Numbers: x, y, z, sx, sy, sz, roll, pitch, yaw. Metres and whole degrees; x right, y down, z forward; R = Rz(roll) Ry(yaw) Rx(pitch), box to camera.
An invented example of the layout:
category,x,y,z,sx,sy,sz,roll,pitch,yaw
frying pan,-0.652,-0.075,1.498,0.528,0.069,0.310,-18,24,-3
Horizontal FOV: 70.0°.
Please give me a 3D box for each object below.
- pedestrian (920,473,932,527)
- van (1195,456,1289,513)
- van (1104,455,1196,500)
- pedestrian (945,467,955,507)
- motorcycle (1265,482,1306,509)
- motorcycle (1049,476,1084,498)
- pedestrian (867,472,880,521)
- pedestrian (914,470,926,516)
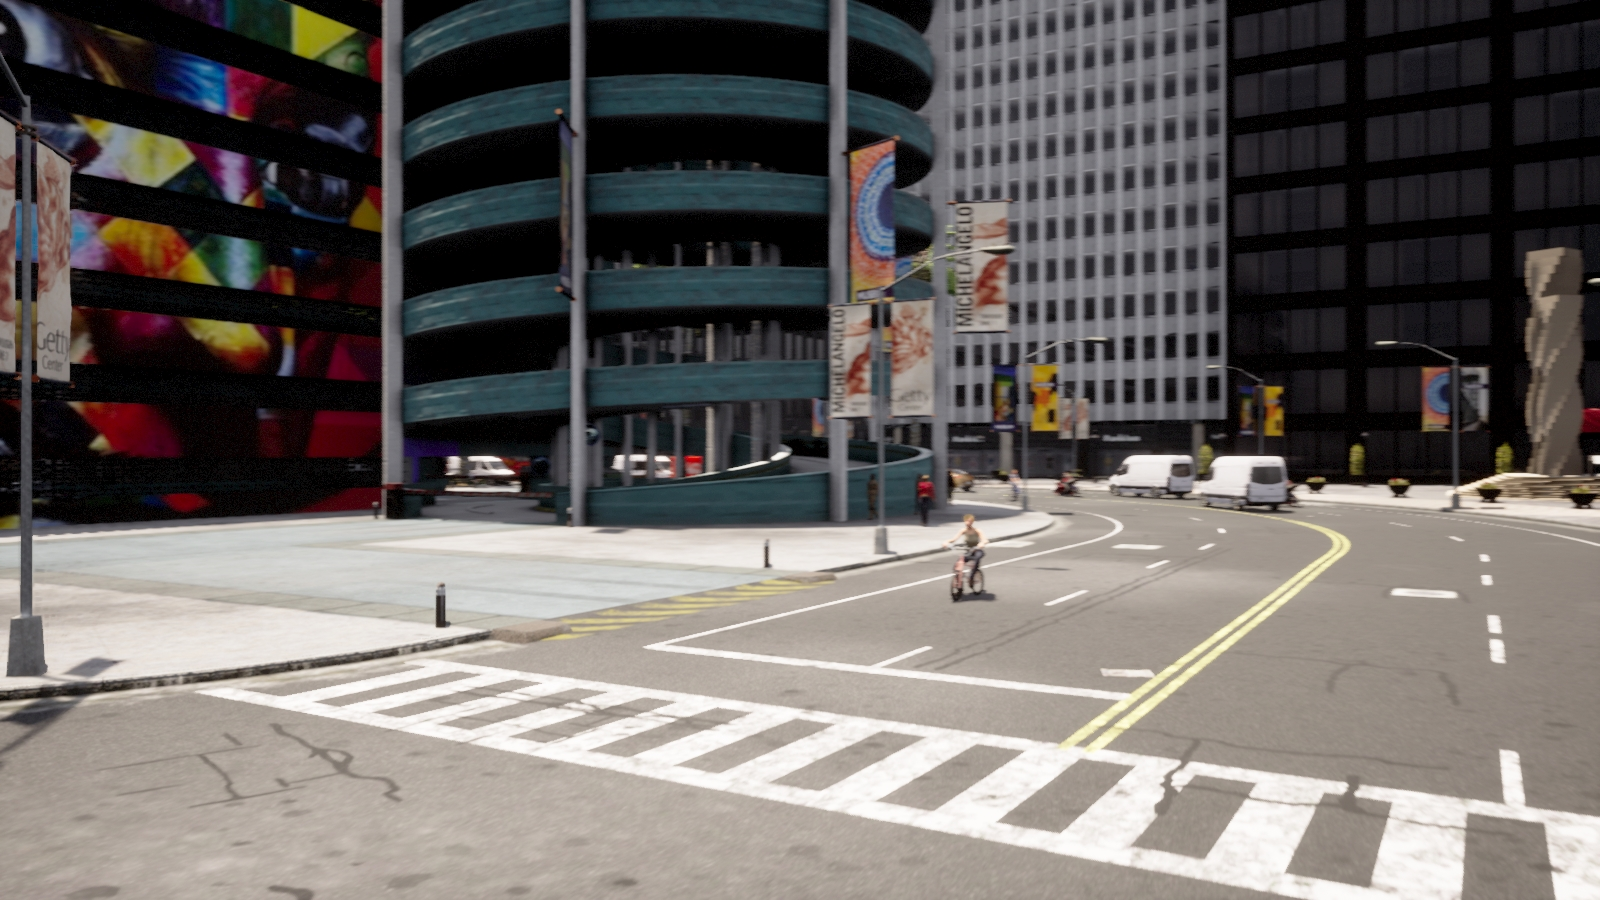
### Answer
category,x,y,z,sx,sy,sz,roll,pitch,yaw
pedestrian,4.418,1.750,40.114,0.375,1.860,0.375,0,0,15
van,21.244,1.593,55.236,1.988,2.561,5.915,0,0,-3
van,21.068,1.614,69.102,1.988,2.561,5.915,0,0,-23
pedestrian,7.179,1.768,54.596,0.375,1.860,0.375,0,0,-7
motorcycle,24.418,2.264,57.530,0.867,1.251,2.209,-1,0,-8
motorcycle,16.491,2.291,70.688,0.867,1.251,2.209,-1,0,-28
pedestrian,2.804,1.757,43.538,0.375,1.860,0.375,0,0,39
pedestrian,4.963,1.760,47.119,0.375,1.860,0.375,0,0,29
